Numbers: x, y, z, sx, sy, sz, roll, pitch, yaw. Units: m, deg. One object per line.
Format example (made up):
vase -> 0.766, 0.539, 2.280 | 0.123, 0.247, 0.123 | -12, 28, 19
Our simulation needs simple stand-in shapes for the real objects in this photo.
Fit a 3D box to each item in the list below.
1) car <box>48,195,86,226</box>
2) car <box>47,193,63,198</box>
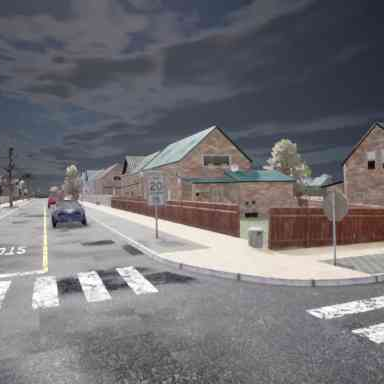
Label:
car -> -8.791, 1.316, 23.475 | 2.097, 1.767, 4.553 | -2, 1, -24
car -> -19.426, 1.207, 47.561 | 2.150, 2.045, 5.566 | -2, 1, -24
